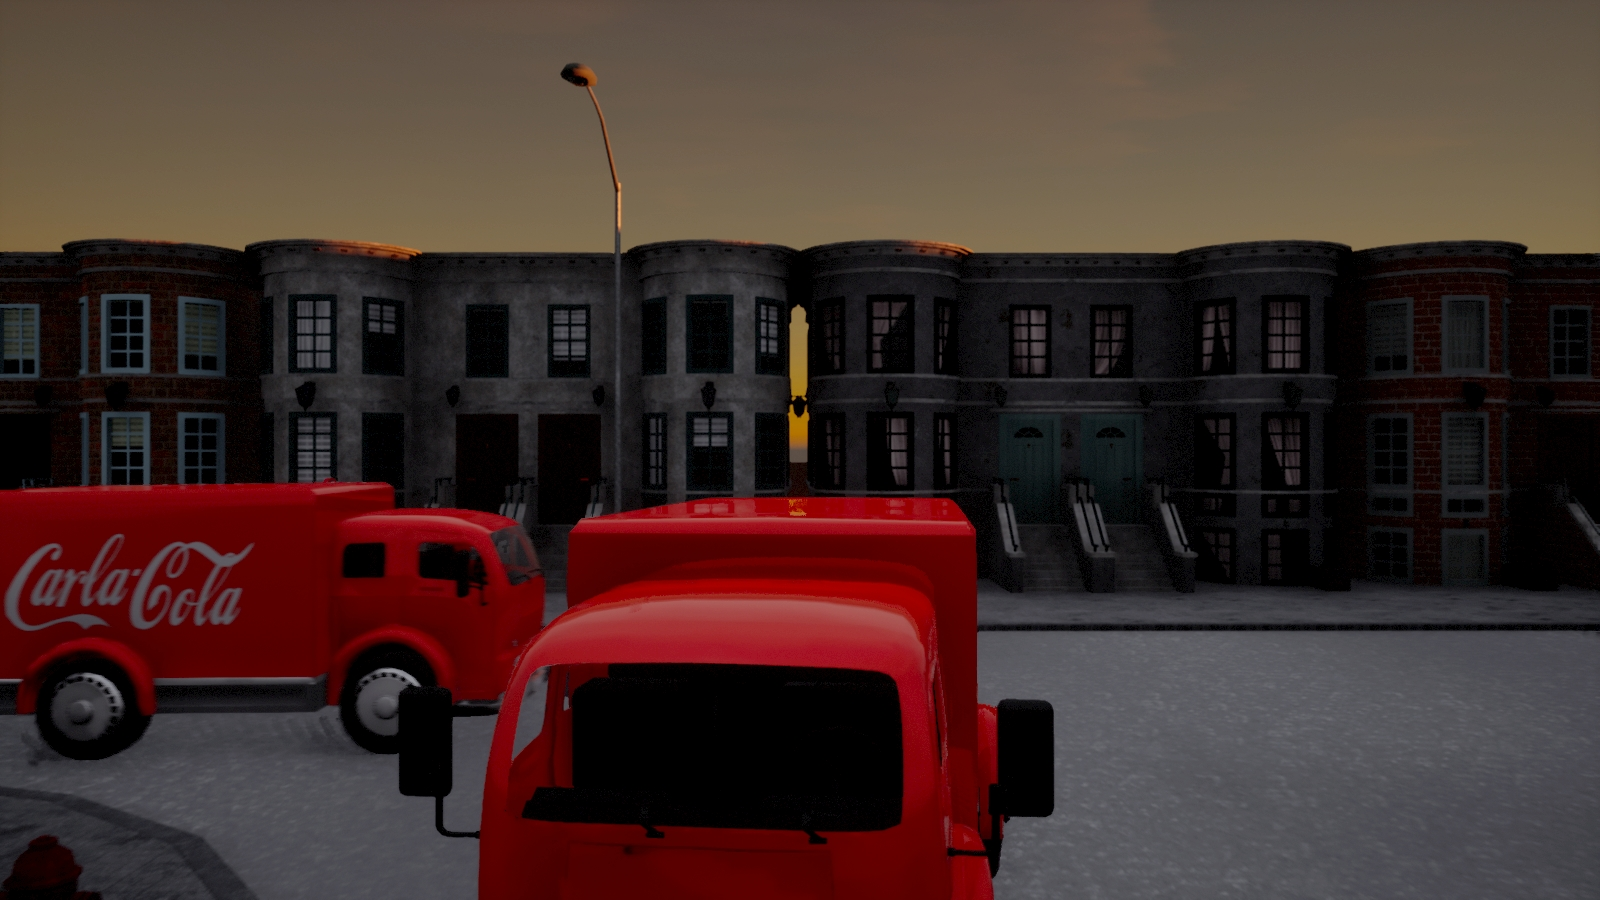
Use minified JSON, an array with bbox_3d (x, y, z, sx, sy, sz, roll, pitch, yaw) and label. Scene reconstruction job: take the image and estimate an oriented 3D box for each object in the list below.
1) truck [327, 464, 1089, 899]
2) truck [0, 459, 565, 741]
[{"bbox_3d":[-0.071,1.348,6.469,2.627,2.467,5.204,0,0,6],"label":"truck"},{"bbox_3d":[-5.235,1.352,11.500,5.204,2.467,2.627,0,0,0],"label":"truck"}]
